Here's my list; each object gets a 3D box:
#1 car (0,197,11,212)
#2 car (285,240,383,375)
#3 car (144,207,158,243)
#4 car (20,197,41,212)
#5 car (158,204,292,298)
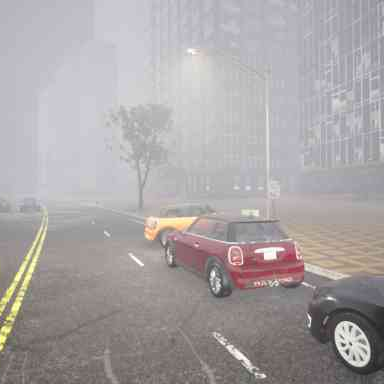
[{"bbox_3d":[-22.033,1.390,38.002,2.097,1.767,4.553,0,0,-24],"label":"car"},{"bbox_3d":[3.588,1.505,3.462,1.837,1.490,4.892,0,0,-36],"label":"car"},{"bbox_3d":[0.254,1.277,14.583,4.553,1.767,2.097,-3,1,-18],"label":"car"},{"bbox_3d":[-19.072,1.393,39.341,2.097,1.767,4.553,0,0,-24],"label":"car"},{"bbox_3d":[0.821,1.355,8.916,2.097,1.767,4.553,0,0,-22],"label":"car"}]
